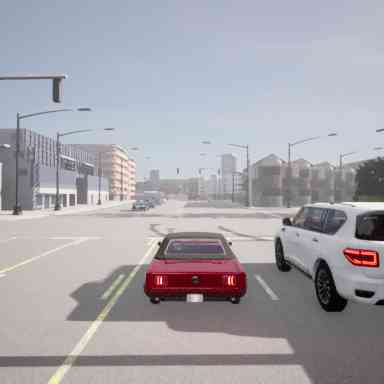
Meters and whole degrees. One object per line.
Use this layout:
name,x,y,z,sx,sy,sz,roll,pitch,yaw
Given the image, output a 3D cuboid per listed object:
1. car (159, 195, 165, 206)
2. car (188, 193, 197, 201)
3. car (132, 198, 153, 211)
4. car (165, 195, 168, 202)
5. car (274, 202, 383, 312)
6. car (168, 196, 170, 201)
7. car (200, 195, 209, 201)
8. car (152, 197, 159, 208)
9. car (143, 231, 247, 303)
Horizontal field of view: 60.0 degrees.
car,-7.029,1.713,64.514,2.097,1.767,4.553,0,1,1
car,0.020,1.387,88.843,2.150,2.045,5.566,0,-1,0
car,-7.088,1.854,46.002,2.128,1.511,4.902,0,0,0
car,-6.983,1.814,74.671,1.895,1.301,4.718,0,1,0
car,3.565,1.234,7.875,2.150,2.045,5.566,0,0,0
car,-6.980,1.664,88.322,1.837,1.490,4.892,0,0,0
car,3.520,1.521,89.196,2.097,1.767,4.553,0,-1,0
car,-7.074,1.940,55.256,1.812,1.442,4.674,0,0,0
car,0.071,1.617,8.168,1.895,1.301,4.718,0,0,0
